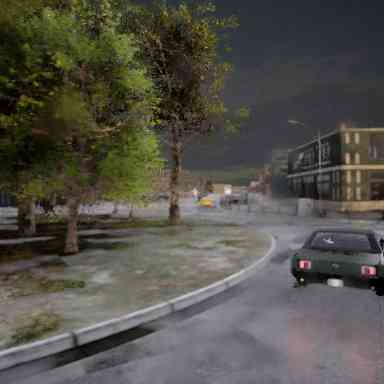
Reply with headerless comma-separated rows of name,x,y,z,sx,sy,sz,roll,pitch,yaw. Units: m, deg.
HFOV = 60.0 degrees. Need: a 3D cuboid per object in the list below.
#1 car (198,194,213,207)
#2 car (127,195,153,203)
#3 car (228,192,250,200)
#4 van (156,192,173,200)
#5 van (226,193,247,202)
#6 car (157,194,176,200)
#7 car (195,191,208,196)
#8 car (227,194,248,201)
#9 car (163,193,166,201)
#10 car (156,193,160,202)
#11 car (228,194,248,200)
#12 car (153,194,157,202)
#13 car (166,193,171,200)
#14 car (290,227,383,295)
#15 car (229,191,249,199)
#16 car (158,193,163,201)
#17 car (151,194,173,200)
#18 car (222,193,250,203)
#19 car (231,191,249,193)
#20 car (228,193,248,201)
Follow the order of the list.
car,2.265,1.549,52.307,1.882,1.535,5.008,-1,0,3
car,-11.243,1.472,69.056,4.553,1.767,2.185,0,0,10
car,12.036,0.982,85.657,5.566,2.045,2.435,0,1,10
van,-7.459,1.151,90.793,4.442,1.987,1.878,0,1,10
van,9.572,1.167,72.108,4.442,1.987,1.878,0,1,10
car,-7.115,1.348,93.534,5.008,1.535,2.097,0,1,10
car,2.841,1.153,77.791,2.150,2.045,5.566,0,1,10
car,11.089,1.298,80.311,5.008,1.535,2.097,0,1,10
car,-9.428,1.503,79.945,4.892,1.521,2.231,0,0,10
car,-10.345,1.594,74.502,4.674,1.452,2.002,0,0,10
car,11.548,1.268,82.926,4.892,1.521,2.231,0,1,10
car,-10.815,1.578,71.786,5.008,1.535,2.097,0,0,10
car,-8.528,1.189,85.381,5.566,2.045,2.435,0,1,10
car,4.058,1.597,8.859,1.895,1.301,4.718,0,0,29
car,12.937,0.917,91.270,5.566,2.045,2.435,0,1,10
car,-9.855,1.403,77.214,4.553,1.767,2.185,0,0,10
car,-7.852,1.405,88.066,5.366,1.575,1.946,0,1,10
car,8.255,1.478,63.871,4.792,1.488,2.163,0,0,10
car,9.229,1.289,69.217,4.553,1.767,2.185,0,0,10
car,10.635,1.207,77.442,4.553,1.767,2.185,0,1,10
